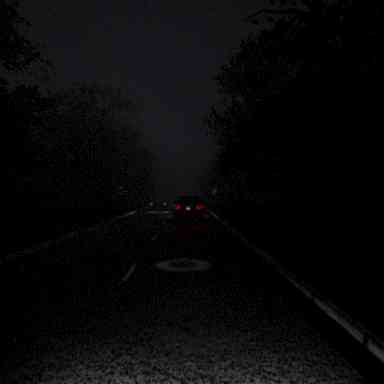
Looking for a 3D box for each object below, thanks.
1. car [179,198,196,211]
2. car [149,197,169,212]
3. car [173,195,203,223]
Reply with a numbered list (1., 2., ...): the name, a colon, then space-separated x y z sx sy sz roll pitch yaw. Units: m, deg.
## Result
1. car: -0.569 1.561 42.370 2.128 1.511 4.902 0 0 -1
2. car: -3.982 1.427 40.658 2.097 1.767 4.553 0 0 -1
3. car: -0.314 1.272 26.520 2.150 2.045 5.566 0 0 -1
